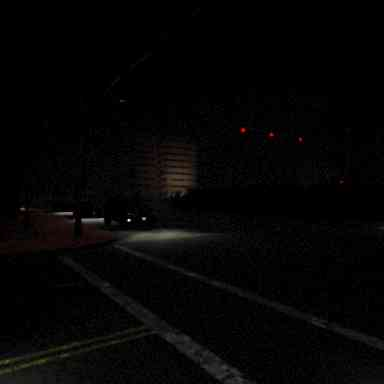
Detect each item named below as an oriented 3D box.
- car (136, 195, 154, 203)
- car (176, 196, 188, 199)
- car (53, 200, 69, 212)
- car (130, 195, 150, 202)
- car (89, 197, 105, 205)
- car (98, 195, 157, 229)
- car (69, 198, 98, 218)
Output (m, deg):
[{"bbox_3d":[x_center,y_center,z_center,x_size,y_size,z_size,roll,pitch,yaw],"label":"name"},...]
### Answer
[{"bbox_3d":[-11.361,1.637,80.318,3.866,1.878,1.905,1,-1,-34],"label":"car"},{"bbox_3d":[-0.351,1.629,64.074,3.866,1.878,1.905,1,-1,-34],"label":"car"},{"bbox_3d":[-15.785,1.690,40.995,2.033,1.411,5.357,1,-1,-33],"label":"car"},{"bbox_3d":[-12.935,1.636,82.748,4.605,1.855,1.932,1,-1,-34],"label":"car"},{"bbox_3d":[-18.810,1.820,65.612,1.812,1.442,4.674,1,-1,-33],"label":"car"},{"bbox_3d":[-4.509,1.348,23.330,2.150,2.045,5.566,1,-1,-33],"label":"car"},{"bbox_3d":[-10.110,1.639,32.100,1.837,1.490,4.892,1,-1,-32],"label":"car"}]
